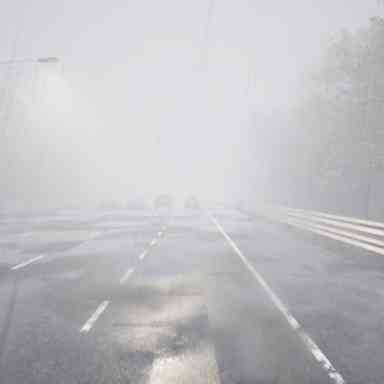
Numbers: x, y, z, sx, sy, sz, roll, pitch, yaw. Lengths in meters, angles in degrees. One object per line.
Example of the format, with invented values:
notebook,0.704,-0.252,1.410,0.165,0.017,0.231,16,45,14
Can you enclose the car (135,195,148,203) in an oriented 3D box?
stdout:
car,-10.467,1.513,69.242,1.882,1.535,5.008,0,0,0

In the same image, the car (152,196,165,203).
car,-6.967,1.575,69.654,2.033,1.411,5.357,0,0,0

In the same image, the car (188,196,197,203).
car,0.035,1.535,69.984,1.837,1.490,4.892,0,0,0

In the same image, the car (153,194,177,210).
car,-3.494,1.241,42.300,2.150,2.045,5.566,0,0,0

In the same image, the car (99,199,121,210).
car,-10.491,1.619,43.093,1.895,1.301,4.718,0,0,0

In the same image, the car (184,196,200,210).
car,0.011,1.369,43.165,2.097,1.767,4.553,0,0,0

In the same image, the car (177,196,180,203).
car,-3.466,1.535,69.901,1.837,1.490,4.892,0,0,0

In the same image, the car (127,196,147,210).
car,-6.993,1.566,42.406,2.033,1.411,5.357,0,0,0
